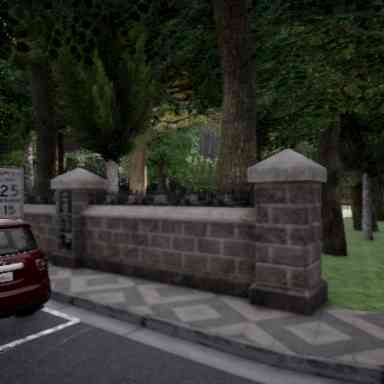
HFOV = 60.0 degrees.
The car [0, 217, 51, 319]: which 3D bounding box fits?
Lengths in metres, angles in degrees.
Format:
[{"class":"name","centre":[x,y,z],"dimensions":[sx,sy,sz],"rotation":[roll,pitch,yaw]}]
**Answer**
[{"class":"car","centre":[-4.751,1.391,6.355],"dimensions":[5.009,1.841,2.192],"rotation":[-1,-1,36]}]
